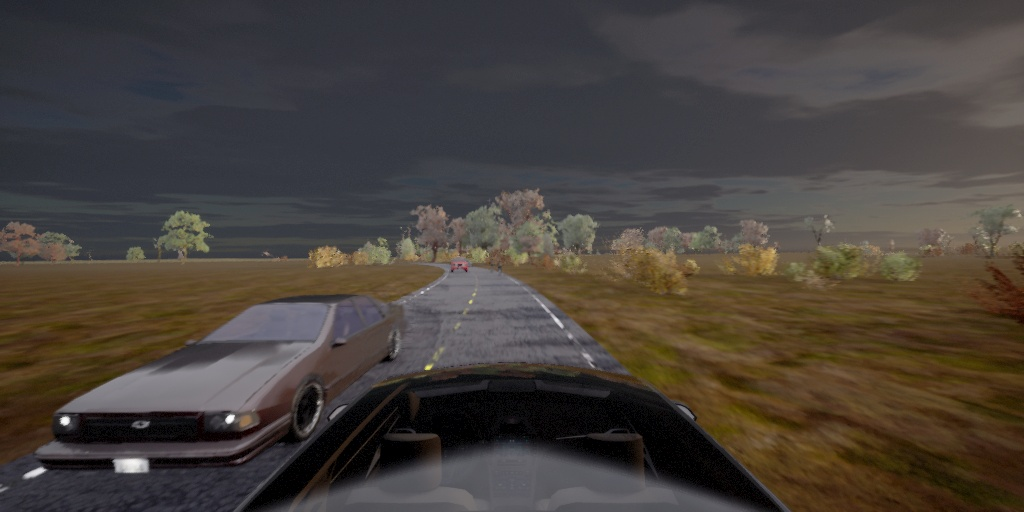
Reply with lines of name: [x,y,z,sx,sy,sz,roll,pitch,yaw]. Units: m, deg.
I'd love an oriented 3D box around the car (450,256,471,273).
car: [-6.900,1.093,47.250,2.150,2.045,5.566,0,0,-9]

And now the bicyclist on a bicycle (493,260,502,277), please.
bicyclist on a bicycle: [-1.223,1.259,35.557,0.582,1.620,1.656,0,-1,-7]

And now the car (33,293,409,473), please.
car: [-3.134,1.328,5.590,2.033,1.411,5.357,0,0,-1]

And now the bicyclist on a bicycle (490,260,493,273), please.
bicyclist on a bicycle: [-2.501,1.284,44.552,0.582,1.620,1.656,0,-1,-9]
